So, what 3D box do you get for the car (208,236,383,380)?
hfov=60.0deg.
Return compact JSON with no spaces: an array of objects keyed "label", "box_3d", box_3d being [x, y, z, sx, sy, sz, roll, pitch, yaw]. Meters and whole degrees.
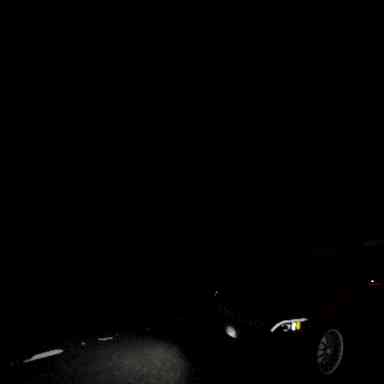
[{"label":"car","box_3d":[2.443,1.524,5.566,4.674,1.442,1.812,0,0,-34]}]
